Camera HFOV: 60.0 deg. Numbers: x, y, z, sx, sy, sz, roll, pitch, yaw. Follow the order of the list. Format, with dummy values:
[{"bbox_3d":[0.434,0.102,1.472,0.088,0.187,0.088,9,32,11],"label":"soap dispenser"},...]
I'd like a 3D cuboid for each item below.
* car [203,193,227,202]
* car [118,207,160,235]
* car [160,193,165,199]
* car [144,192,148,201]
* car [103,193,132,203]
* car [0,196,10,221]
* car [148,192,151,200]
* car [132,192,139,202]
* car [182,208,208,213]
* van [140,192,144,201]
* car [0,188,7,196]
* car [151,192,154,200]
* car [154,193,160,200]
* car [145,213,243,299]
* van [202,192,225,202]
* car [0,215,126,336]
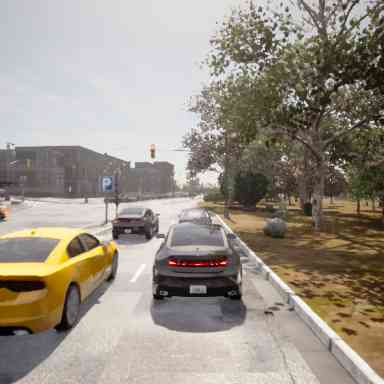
[{"bbox_3d":[4.679,1.142,68.879,4.553,1.767,2.185,1,0,-14],"label":"car"},{"bbox_3d":[-2.848,1.529,17.444,1.837,1.490,4.892,0,0,1],"label":"car"},{"bbox_3d":[-10.987,1.065,90.258,5.566,2.045,2.435,-1,0,-12],"label":"car"},{"bbox_3d":[-13.000,1.322,75.273,4.892,1.521,2.231,-1,0,-14],"label":"car"},{"bbox_3d":[-14.433,1.359,63.318,4.792,1.488,2.163,-1,0,-15],"label":"car"},{"bbox_3d":[-16.622,1.404,25.512,4.553,1.767,2.185,-1,0,-19],"label":"car"},{"bbox_3d":[-12.626,1.360,78.268,4.674,1.452,2.002,-1,0,-13],"label":"car"},{"bbox_3d":[-13.788,1.316,66.310,5.366,1.575,1.946,-1,0,-15],"label":"car"},{"bbox_3d":[0.159,1.572,18.136,2.033,1.411,5.357,0,0,1],"label":"car"},{"bbox_3d":[-13.228,1.093,72.302,4.442,1.987,1.878,-1,0,-14],"label":"van"},{"bbox_3d":[-31.155,0.137,54.189,2.002,1.452,4.674,6,-3,-19],"label":"car"},{"bbox_3d":[-12.254,1.359,81.270,4.674,1.452,2.002,-1,0,-13],"label":"car"},{"bbox_3d":[-11.438,1.358,87.252,4.674,1.452,2.002,-1,0,-12],"label":"car"},{"bbox_3d":[0.110,1.514,8.434,1.837,1.490,4.892,0,0,0],"label":"car"},{"bbox_3d":[4.295,1.043,65.910,4.442,1.987,1.878,1,0,-14],"label":"van"},{"bbox_3d":[-2.894,1.485,6.896,1.882,1.535,5.008,0,0,0],"label":"car"}]
